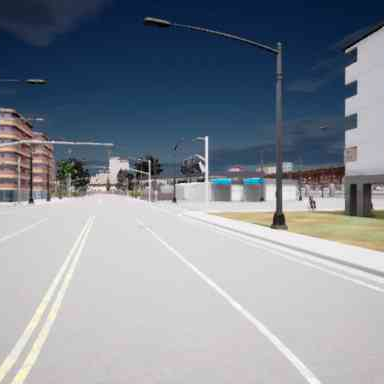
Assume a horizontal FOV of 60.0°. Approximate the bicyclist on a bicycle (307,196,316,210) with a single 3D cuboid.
[{"bbox_3d":[13.531,1.275,37.678,0.582,1.620,1.656,0,0,-14],"label":"bicyclist on a bicycle"}]
